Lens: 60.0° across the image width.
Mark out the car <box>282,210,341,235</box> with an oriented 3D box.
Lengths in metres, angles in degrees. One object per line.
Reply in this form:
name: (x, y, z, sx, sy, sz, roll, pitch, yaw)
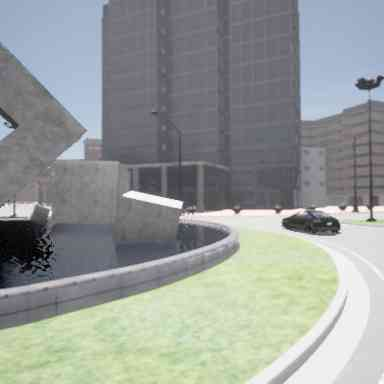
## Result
car: (7.567, 1.878, 21.486, 1.994, 1.385, 4.181, 0, -1, -15)
